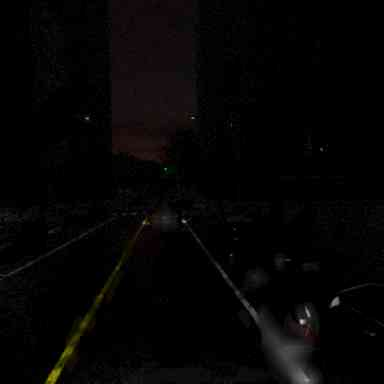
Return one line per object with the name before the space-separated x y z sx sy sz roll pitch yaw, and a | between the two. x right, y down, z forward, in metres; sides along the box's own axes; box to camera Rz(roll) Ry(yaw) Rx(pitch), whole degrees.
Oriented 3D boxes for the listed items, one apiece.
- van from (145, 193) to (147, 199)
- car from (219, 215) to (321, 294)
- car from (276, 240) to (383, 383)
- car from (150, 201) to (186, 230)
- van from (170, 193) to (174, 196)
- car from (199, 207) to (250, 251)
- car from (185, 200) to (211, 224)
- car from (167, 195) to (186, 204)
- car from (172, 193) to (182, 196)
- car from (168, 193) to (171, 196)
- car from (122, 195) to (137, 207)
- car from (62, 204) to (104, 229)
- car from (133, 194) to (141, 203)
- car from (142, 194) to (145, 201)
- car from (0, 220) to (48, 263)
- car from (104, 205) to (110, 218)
van | -13.667 1.405 89.336 1.690 1.788 3.998 -2 0 -5
car | 2.140 1.502 8.564 1.947 1.339 4.313 -2 0 -5
car | 2.605 1.497 3.381 1.947 1.339 4.313 -2 0 -5
car | -1.713 1.575 21.602 1.994 1.385 4.181 -1 0 -5
van | -2.643 1.257 61.820 1.690 1.788 3.998 -2 0 -5
car | 1.675 1.492 13.745 2.008 1.369 4.403 -2 0 -5
car | 0.730 1.470 24.278 1.752 1.417 4.829 -2 0 -5
car | -1.377 1.473 36.699 1.837 1.490 4.892 -2 0 21
car | -2.144 1.449 56.333 1.752 1.417 4.829 -2 0 -5
car | -4.173 1.405 78.961 1.752 1.417 4.829 -2 0 -5
car | -10.614 1.720 55.394 1.802 1.307 4.206 -2 0 -5
car | -7.727 1.710 23.174 2.008 1.369 4.403 -2 0 -5
car | -11.131 1.445 61.051 2.192 1.841 5.009 -2 0 -5
car | -12.146 1.423 72.365 2.192 1.841 5.009 -2 0 -5
car | -6.766 1.737 12.461 1.802 1.307 4.206 -2 0 -5
car | -8.207 1.724 28.532 1.947 1.339 4.313 -2 0 -5
